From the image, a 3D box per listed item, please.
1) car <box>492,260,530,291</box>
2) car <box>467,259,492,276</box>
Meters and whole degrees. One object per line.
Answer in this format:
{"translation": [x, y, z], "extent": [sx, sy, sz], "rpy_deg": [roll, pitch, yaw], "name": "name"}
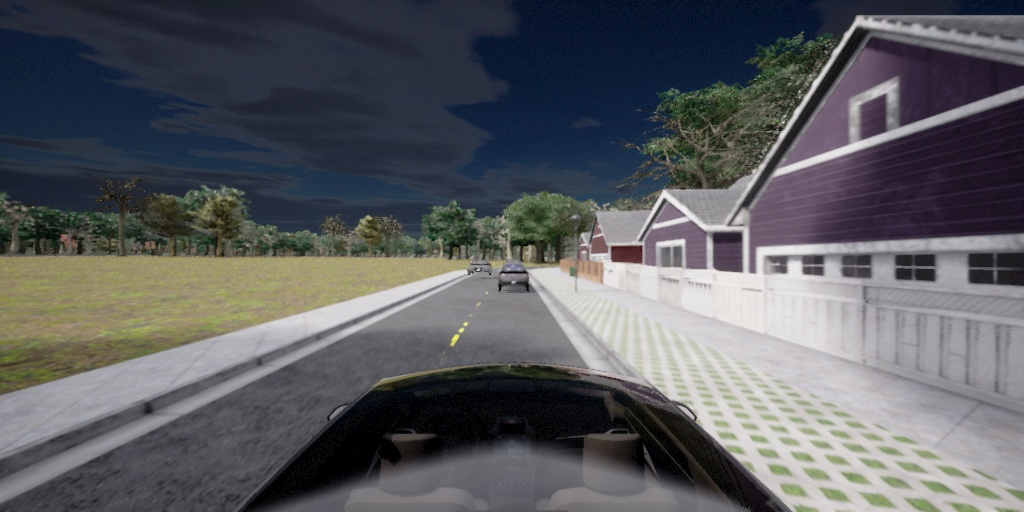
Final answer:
{"translation": [0.101, 1.243, 22.049], "extent": [2.128, 1.511, 4.902], "rpy_deg": [0, 0, 0], "name": "car"}
{"translation": [-2.747, 0.950, 31.323], "extent": [1.994, 1.385, 4.181], "rpy_deg": [0, 0, 0], "name": "car"}
